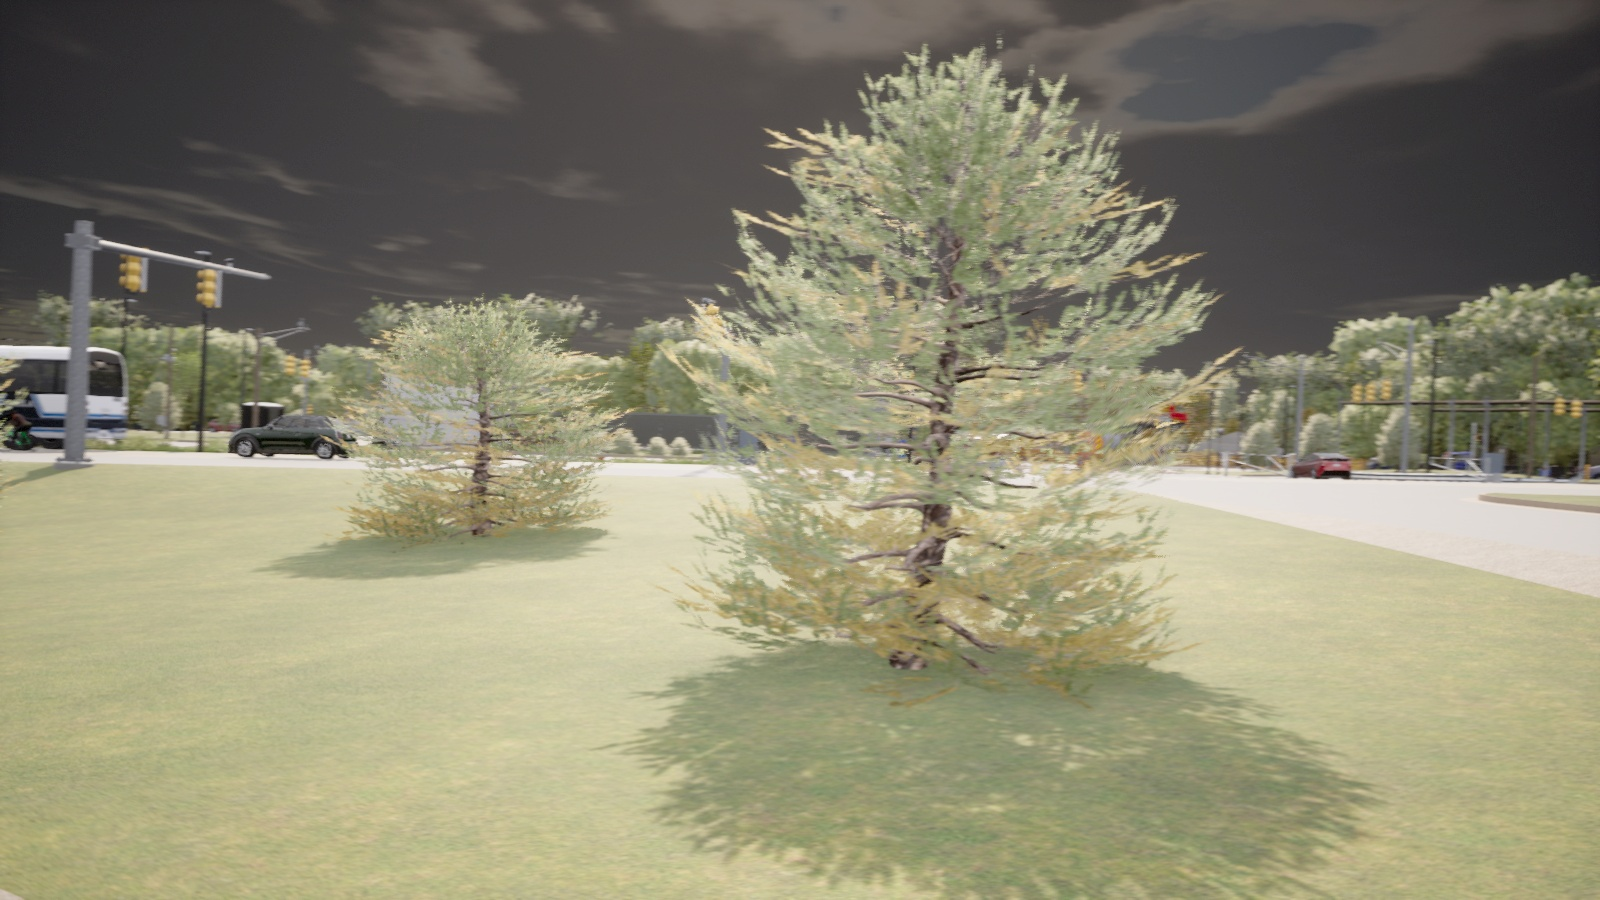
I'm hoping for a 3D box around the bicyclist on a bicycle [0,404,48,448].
[{"bbox_3d":[-29.919,-0.924,48.241,1.656,1.620,0.582,2,1,1],"label":"bicyclist on a bicycle"}]

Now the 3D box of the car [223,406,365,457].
[{"bbox_3d":[-19.268,-0.689,47.973,4.553,1.767,2.097,2,1,1],"label":"car"}]

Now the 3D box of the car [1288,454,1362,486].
[{"bbox_3d":[27.137,1.051,65.118,2.007,1.525,4.514,2,-1,2],"label":"car"}]

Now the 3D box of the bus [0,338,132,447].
[{"bbox_3d":[-33.800,-2.417,51.823,10.273,4.253,3.944,2,1,1],"label":"bus"}]
